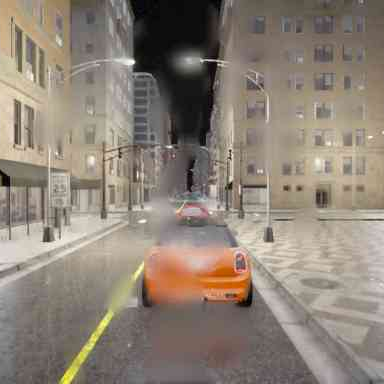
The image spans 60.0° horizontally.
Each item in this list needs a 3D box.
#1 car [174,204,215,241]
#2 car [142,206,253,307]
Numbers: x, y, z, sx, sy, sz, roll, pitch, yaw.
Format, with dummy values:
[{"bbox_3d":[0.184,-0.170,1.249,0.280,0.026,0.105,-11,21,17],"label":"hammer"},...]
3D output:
[{"bbox_3d":[0.098,1.477,17.734,1.882,1.535,5.008,0,0,0],"label":"car"},{"bbox_3d":[0.095,1.352,8.133,2.097,1.767,4.553,0,0,0],"label":"car"}]
